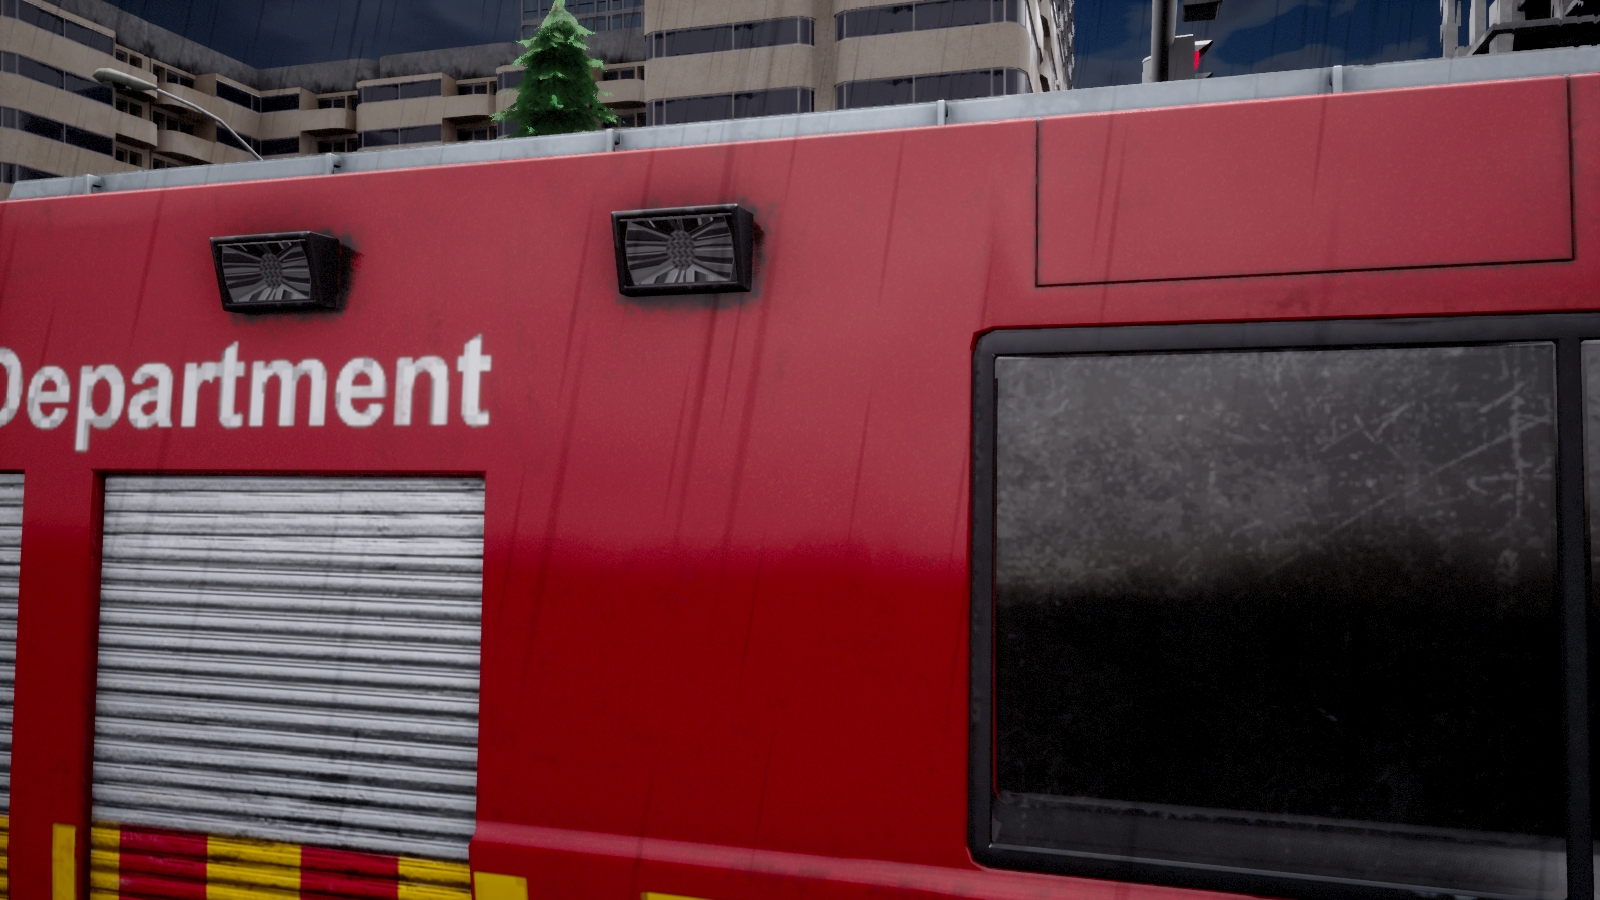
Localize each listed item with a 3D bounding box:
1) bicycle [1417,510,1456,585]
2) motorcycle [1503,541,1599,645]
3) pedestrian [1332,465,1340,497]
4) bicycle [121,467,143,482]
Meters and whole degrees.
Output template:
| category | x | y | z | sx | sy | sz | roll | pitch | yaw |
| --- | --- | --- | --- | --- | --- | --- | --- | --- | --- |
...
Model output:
| category | x | y | z | sx | sy | sz | roll | pitch | yaw |
| --- | --- | --- | --- | --- | --- | --- | --- | --- | --- |
| bicycle | 13.624 | 2.060 | 24.486 | 0.329 | 1.471 | 1.835 | 0 | 0 | 16 |
| motorcycle | 11.678 | 2.155 | 17.664 | 0.764 | 1.307 | 2.356 | 0 | 0 | 16 |
| pedestrian | 31.858 | 1.835 | 67.871 | 0.375 | 1.860 | 0.375 | 0 | 0 | 15 |
| bicycle | -57.474 | 2.128 | 98.272 | 1.487 | 1.276 | 0.859 | 1 | 0 | 15 |
